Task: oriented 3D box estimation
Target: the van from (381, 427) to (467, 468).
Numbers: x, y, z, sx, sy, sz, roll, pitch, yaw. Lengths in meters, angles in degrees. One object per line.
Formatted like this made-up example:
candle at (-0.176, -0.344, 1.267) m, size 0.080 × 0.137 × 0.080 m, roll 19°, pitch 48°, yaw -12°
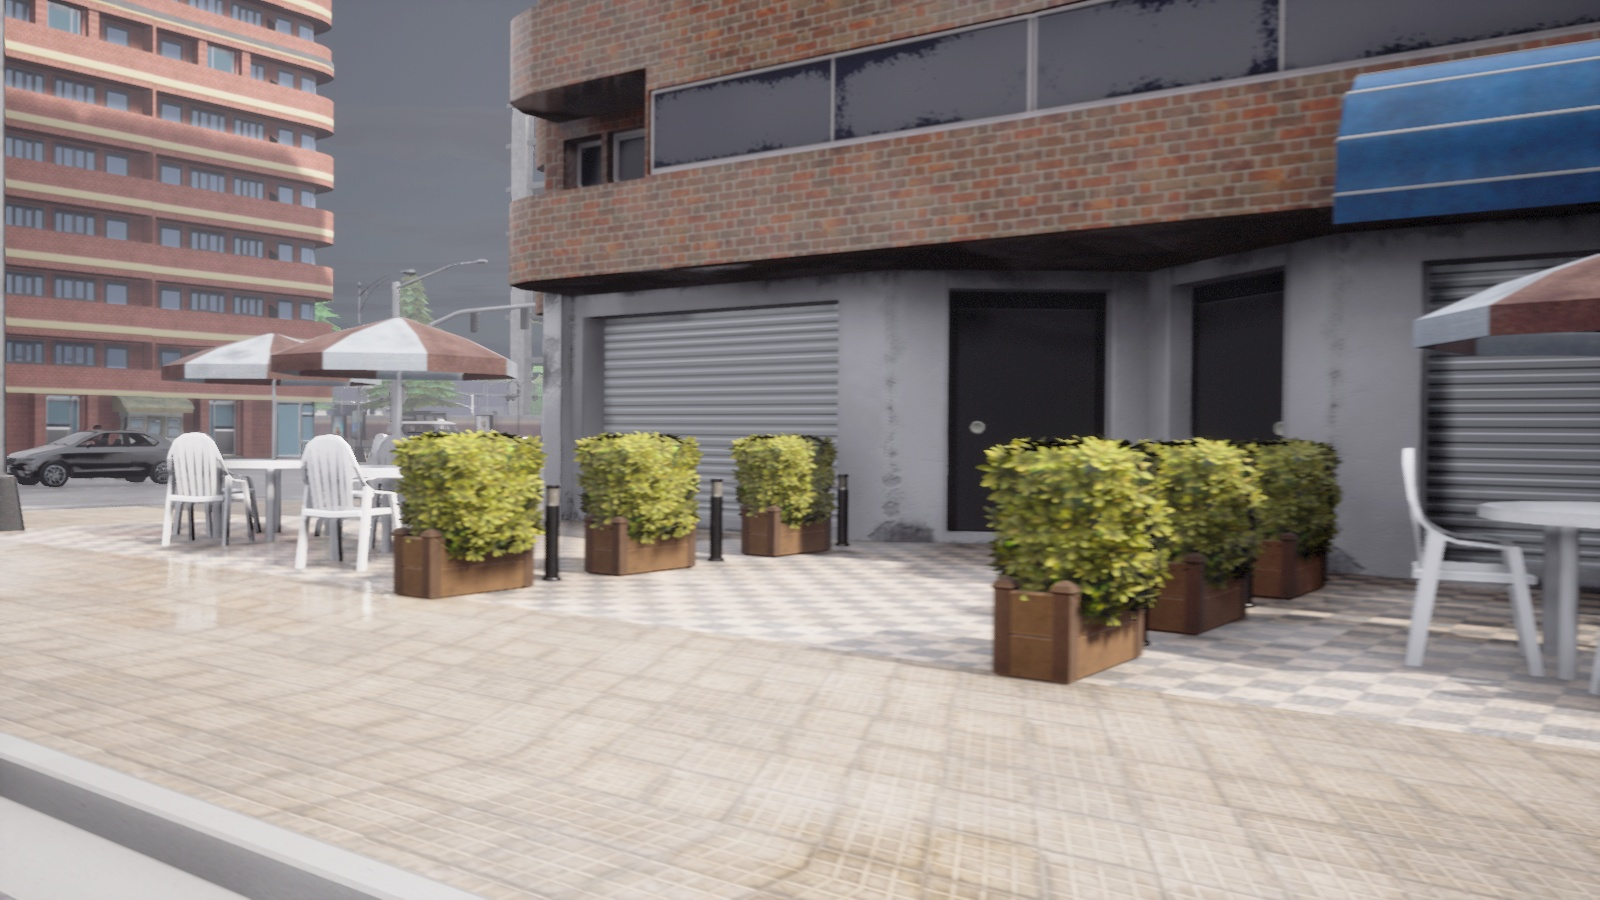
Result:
van at (-18.836, -0.126, 62.818) m, size 4.442 × 1.987 × 1.775 m, roll 0°, pitch 1°, yaw 36°

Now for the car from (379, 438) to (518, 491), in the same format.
car at (-10.550, 0.393, 37.871) m, size 1.845 × 1.501 × 3.633 m, roll 0°, pitch 1°, yaw 36°

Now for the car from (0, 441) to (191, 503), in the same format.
car at (-18.509, 0.528, 32.907) m, size 1.816 × 1.474 × 4.193 m, roll 0°, pitch 1°, yaw 36°
